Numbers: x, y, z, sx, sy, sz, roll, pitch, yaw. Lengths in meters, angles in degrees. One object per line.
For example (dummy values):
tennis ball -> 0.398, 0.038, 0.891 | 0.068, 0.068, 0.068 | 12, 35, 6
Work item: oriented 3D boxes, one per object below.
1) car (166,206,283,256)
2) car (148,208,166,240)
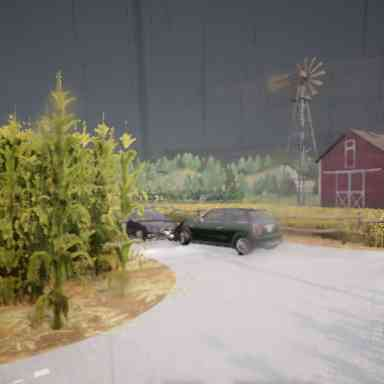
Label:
car -> 1.341, 1.422, 13.792 | 4.553, 1.767, 2.097 | -1, -1, 43
car -> -2.407, 1.556, 16.523 | 1.837, 1.490, 4.892 | 1, 0, -34
